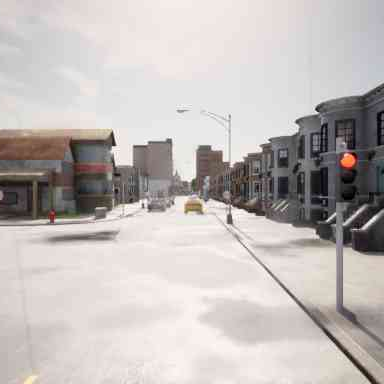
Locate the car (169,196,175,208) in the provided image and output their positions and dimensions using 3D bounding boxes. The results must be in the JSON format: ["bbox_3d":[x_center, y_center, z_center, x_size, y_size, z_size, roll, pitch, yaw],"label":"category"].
[{"bbox_3d":[-4.063,1.547,48.957,2.033,1.411,5.357,0,0,0],"label":"car"}]

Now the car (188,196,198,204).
[{"bbox_3d":[0.148,1.525,62.796,1.812,1.442,4.674,0,0,0],"label":"car"}]

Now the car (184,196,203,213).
[{"bbox_3d":[0.145,1.477,36.763,1.882,1.535,5.008,0,0,0],"label":"car"}]

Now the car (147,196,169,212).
[{"bbox_3d":[-4.077,1.505,39.208,1.837,1.490,4.892,0,0,0],"label":"car"}]

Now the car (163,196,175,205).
[{"bbox_3d":[-4.022,1.525,58.763,1.812,1.442,4.674,0,0,1],"label":"car"}]
